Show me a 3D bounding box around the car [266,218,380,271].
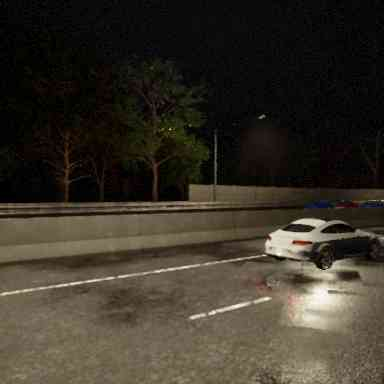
[{"bbox_3d":[4.501,1.626,11.316,4.674,1.442,1.812,1,0,-35],"label":"car"}]

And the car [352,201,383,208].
[{"bbox_3d":[22.643,1.919,41.649,5.008,1.535,1.882,1,0,-35],"label":"car"}]

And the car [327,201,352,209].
[{"bbox_3d":[20.591,1.967,44.483,4.674,1.442,1.812,1,0,-35],"label":"car"}]

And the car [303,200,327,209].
[{"bbox_3d":[17.564,1.905,46.527,5.008,1.535,1.882,1,0,-36],"label":"car"}]
